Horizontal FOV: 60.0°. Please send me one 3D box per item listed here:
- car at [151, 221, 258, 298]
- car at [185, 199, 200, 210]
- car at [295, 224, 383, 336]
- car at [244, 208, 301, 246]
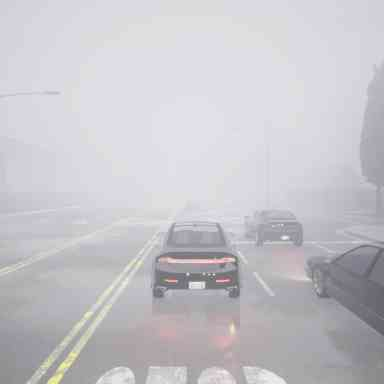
[{"bbox_3d":[0.087,1.492,8.500,2.128,1.511,4.902,0,0,0],"label":"car"},{"bbox_3d":[0.031,1.601,42.963,1.895,1.301,4.718,0,0,0],"label":"car"},{"bbox_3d":[3.592,1.547,5.452,2.033,1.411,5.357,0,0,0],"label":"car"},{"bbox_3d":[3.576,1.505,15.199,1.837,1.490,4.892,0,0,0],"label":"car"}]
